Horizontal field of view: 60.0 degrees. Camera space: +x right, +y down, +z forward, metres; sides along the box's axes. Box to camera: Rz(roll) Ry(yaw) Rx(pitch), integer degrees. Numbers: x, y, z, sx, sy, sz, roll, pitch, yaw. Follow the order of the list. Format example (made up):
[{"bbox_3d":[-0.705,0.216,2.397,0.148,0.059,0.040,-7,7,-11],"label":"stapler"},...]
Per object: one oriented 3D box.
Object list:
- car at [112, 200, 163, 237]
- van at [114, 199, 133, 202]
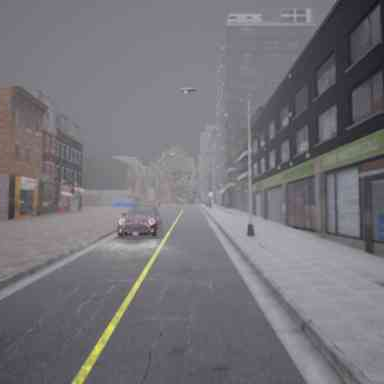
[{"bbox_3d":[-2.849,1.525,19.067,2.097,1.767,4.553,0,0,0],"label":"car"},{"bbox_3d":[-12.931,2.216,63.039,3.998,1.788,1.690,0,-3,0],"label":"van"}]
